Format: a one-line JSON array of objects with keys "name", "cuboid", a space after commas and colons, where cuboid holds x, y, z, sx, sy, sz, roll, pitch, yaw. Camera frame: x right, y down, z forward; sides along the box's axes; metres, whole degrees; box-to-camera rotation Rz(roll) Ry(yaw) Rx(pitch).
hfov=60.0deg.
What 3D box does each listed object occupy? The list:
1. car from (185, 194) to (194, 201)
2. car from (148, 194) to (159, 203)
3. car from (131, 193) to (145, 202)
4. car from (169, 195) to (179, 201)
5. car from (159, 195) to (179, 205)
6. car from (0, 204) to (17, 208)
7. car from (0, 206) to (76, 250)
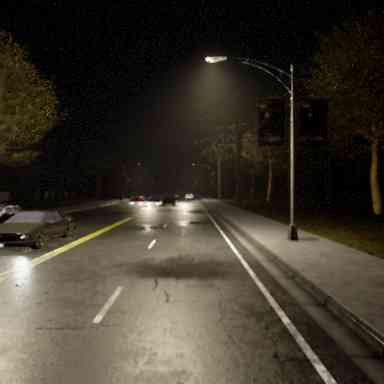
[{"name": "car", "cuboid": [-0.584, 1.147, 73.596, 1.812, 1.442, 4.674, 0, 0, -1]}, {"name": "car", "cuboid": [-6.928, 1.154, 61.779, 1.882, 1.535, 5.008, 0, 0, 0]}, {"name": "car", "cuboid": [-10.185, 1.035, 62.787, 2.097, 1.767, 4.553, 0, 0, -1]}, {"name": "car", "cuboid": [-3.673, 1.243, 69.203, 1.895, 1.301, 4.718, 0, 0, -1]}, {"name": "car", "cuboid": [-3.447, 1.203, 50.856, 1.882, 1.535, 5.008, 0, 0, -1]}, {"name": "car", "cuboid": [-9.895, 1.394, 16.751, 2.128, 1.511, 4.902, 0, 0, 0]}, {"name": "car", "cuboid": [-6.637, 1.464, 14.196, 2.033, 1.411, 5.357, 0, 0, 0]}]
